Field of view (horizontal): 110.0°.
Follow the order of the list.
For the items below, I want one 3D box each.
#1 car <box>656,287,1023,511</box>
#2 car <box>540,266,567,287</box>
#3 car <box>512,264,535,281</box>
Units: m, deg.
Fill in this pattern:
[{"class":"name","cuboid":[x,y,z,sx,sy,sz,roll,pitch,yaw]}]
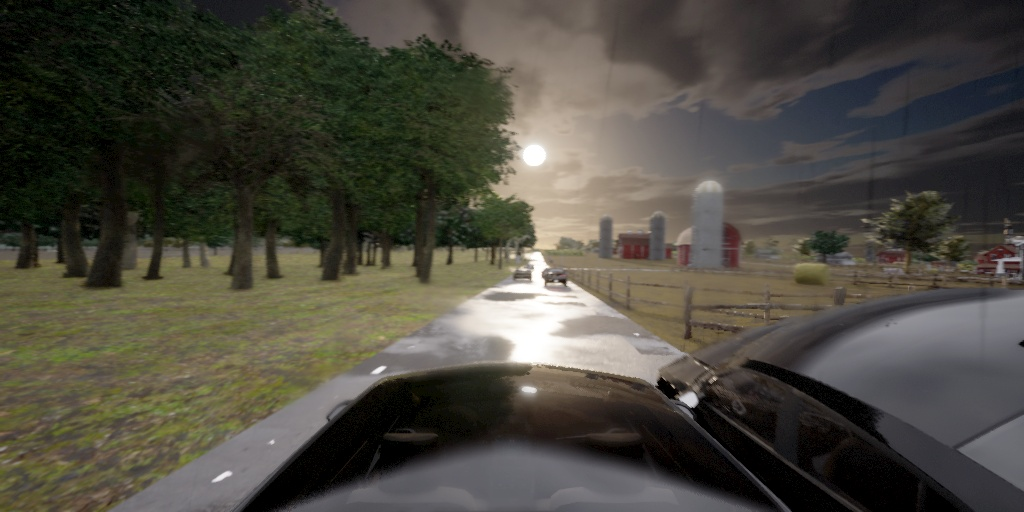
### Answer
[{"class":"car","cuboid":[2.307,1.037,2.077,1.882,1.535,5.008,-23,-4,3]},{"class":"car","cuboid":[3.532,1.677,29.627,1.837,1.490,4.892,2,0,4]},{"class":"car","cuboid":[1.093,1.775,35.378,1.895,1.301,4.718,2,-1,4]}]
